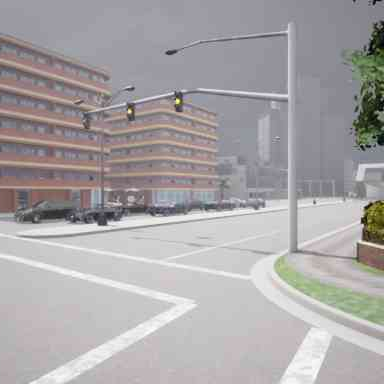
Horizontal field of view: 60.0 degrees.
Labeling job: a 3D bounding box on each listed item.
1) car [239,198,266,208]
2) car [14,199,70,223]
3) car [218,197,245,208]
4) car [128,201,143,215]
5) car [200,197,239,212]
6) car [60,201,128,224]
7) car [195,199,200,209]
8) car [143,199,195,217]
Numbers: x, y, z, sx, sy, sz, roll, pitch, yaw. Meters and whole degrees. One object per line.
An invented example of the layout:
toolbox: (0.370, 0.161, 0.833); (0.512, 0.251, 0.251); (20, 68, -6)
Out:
car: (8.846, 1.526, 46.970); (1.812, 1.442, 4.674); (0, 0, 36)
car: (-11.103, 1.352, 25.576); (2.097, 1.767, 4.553); (0, 0, 36)
car: (5.835, 1.526, 48.783); (1.812, 1.442, 4.674); (0, 0, 36)
car: (-5.835, 1.601, 32.808); (1.895, 1.301, 4.718); (0, 0, 36)
car: (3.308, 1.601, 39.407); (1.895, 1.301, 4.718); (0, 0, 36)
car: (-7.245, 1.564, 24.920); (1.994, 1.385, 4.181); (0, 0, 36)
car: (-0.196, 1.547, 40.545); (2.033, 1.411, 5.357); (0, 0, 36)
car: (-2.087, 1.601, 32.000); (1.895, 1.301, 4.718); (0, 0, 36)
